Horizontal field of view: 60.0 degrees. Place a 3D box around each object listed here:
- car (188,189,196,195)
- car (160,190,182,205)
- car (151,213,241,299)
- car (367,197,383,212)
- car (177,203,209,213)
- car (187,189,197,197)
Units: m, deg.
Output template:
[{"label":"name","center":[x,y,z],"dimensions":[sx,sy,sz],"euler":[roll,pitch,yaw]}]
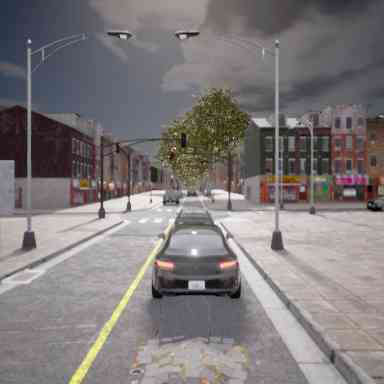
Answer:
[{"label":"car","center":[0.005,-0.102,83.304],"dimensions":[1.994,1.385,4.181],"euler":[0,1,0]},{"label":"car","center":[-2.835,0.714,46.034],"dimensions":[2.150,2.045,5.566],"euler":[0,1,-1]},{"label":"car","center":[0.095,1.490,8.272],"dimensions":[1.812,1.442,4.674],"euler":[0,0,0]},{"label":"car","center":[17.204,1.072,28.305],"dimensions":[4.313,1.339,1.947],"euler":[-1,1,0]},{"label":"car","center":[0.096,1.477,17.340],"dimensions":[1.895,1.301,4.718],"euler":[0,1,0]},{"label":"car","center":[0.004,0.124,73.233],"dimensions":[2.097,1.767,4.553],"euler":[0,2,0]}]
